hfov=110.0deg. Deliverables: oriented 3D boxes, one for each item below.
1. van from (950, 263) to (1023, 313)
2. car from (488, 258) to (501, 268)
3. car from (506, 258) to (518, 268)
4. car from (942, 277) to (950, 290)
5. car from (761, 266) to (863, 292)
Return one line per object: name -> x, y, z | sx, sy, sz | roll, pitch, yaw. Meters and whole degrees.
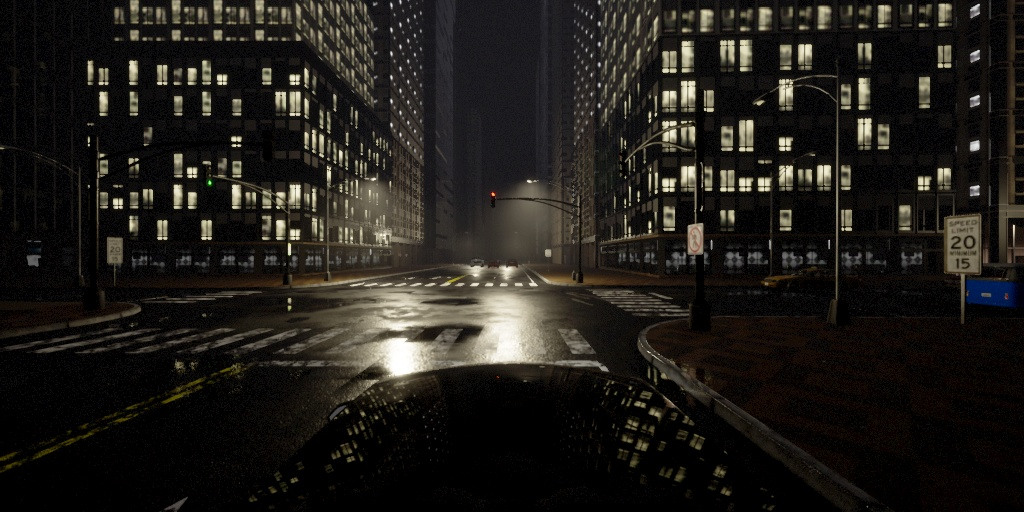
van -> 18.360, 1.119, 12.413 | 3.998, 1.789, 1.690 | 0, 0, 2
car -> -3.237, 1.460, 63.203 | 1.895, 1.301, 4.718 | 0, 0, 0
car -> 0.013, 1.212, 63.559 | 2.097, 1.767, 4.553 | 0, 0, 0
car -> 26.926, 1.356, 20.099 | 4.207, 1.307, 1.802 | 0, 0, 2
car -> 17.092, 1.293, 20.585 | 4.829, 1.417, 1.751 | 0, 0, 2
